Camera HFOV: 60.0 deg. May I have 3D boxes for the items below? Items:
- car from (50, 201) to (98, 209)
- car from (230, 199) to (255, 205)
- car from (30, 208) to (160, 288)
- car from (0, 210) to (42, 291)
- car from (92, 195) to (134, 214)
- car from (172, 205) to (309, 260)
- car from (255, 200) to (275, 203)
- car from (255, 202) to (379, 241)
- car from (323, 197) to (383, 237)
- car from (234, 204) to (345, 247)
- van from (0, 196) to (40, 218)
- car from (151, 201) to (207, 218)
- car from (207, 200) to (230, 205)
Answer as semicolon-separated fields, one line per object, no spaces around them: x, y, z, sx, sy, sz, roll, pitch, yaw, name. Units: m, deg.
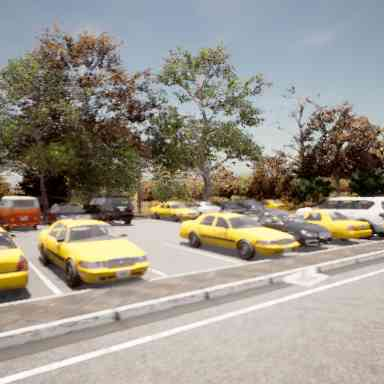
-8.311;1.521;22.162;2.163;1.488;4.792;0;0;-35;car
3.002;1.571;30.149;2.163;1.488;4.792;0;0;-35;car
-3.074;1.485;9.656;1.946;1.575;5.366;0;0;-35;car
-5.455;1.480;8.429;1.946;1.575;5.366;0;0;-35;car
-6.081;1.250;23.806;2.435;2.045;5.566;0;0;-35;car
1.561;1.503;12.928;1.946;1.575;5.366;0;0;-35;car
5.129;1.425;31.725;2.185;1.767;4.553;0;0;-35;car
5.882;1.523;16.434;1.946;1.575;5.366;0;0;-35;car
8.241;1.285;17.908;2.435;2.045;5.566;0;0;-35;car
3.717;1.517;14.686;2.231;1.521;4.892;0;0;-35;car
-10.759;1.257;20.611;1.878;1.987;4.442;0;0;-35;van
-1.433;1.518;26.826;1.946;1.575;5.366;0;0;-35;car
0.724;1.571;28.573;2.002;1.452;4.674;0;0;-35;car
